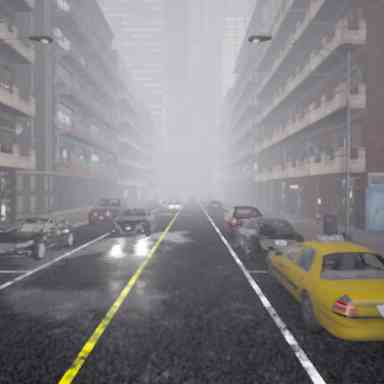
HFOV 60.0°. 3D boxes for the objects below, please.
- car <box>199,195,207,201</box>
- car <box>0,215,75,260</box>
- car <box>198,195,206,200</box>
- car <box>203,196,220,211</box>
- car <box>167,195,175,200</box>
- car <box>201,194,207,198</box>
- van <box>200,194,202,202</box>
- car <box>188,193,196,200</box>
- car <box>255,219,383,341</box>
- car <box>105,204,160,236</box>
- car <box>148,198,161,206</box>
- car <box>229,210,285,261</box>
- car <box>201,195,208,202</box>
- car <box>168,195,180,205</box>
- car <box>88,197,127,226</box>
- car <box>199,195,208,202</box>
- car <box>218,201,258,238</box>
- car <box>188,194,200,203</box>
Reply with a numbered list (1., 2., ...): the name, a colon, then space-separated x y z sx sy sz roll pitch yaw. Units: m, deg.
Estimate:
1. car: 2.705 1.548 84.946 1.887 1.381 4.507 -1 0 0
2. car: -5.697 1.550 12.151 2.008 1.369 4.403 -1 0 0
3. car: 2.707 1.570 90.547 1.947 1.339 4.313 -1 0 0
4. car: 2.692 1.565 40.130 1.947 1.339 4.313 -1 0 0
5. car: -5.673 1.570 90.579 1.947 1.339 4.313 -1 0 0
6. car: 3.017 1.526 57.746 1.812 1.442 4.674 0 0 0
7. van: 2.699 1.343 73.742 1.690 1.788 3.998 -1 0 0
8. car: 0.027 1.286 89.668 2.097 1.767 4.553 0 0 0
9. car: 2.681 1.525 6.687 1.752 1.417 4.829 -1 0 0
10. car: -3.095 1.563 18.116 1.994 1.385 4.181 0 0 0
11. car: -5.685 1.550 51.365 2.008 1.369 4.403 -1 0 0
12. car: 2.683 1.565 12.120 1.947 1.339 4.313 -1 0 0
13. car: 2.693 1.550 45.733 2.008 1.369 4.403 -1 0 0
14. car: -3.036 1.491 58.491 2.128 1.511 4.902 0 0 1
15. car: -5.697 1.314 23.355 2.192 1.841 5.009 -1 0 0
16. car: 2.704 1.553 79.344 2.008 1.369 4.403 -1 0 0
17. car: 2.683 1.439 17.722 1.967 1.590 4.097 -1 0 0
18. car: 0.021 1.460 69.746 2.033 1.411 5.357 0 0 0
